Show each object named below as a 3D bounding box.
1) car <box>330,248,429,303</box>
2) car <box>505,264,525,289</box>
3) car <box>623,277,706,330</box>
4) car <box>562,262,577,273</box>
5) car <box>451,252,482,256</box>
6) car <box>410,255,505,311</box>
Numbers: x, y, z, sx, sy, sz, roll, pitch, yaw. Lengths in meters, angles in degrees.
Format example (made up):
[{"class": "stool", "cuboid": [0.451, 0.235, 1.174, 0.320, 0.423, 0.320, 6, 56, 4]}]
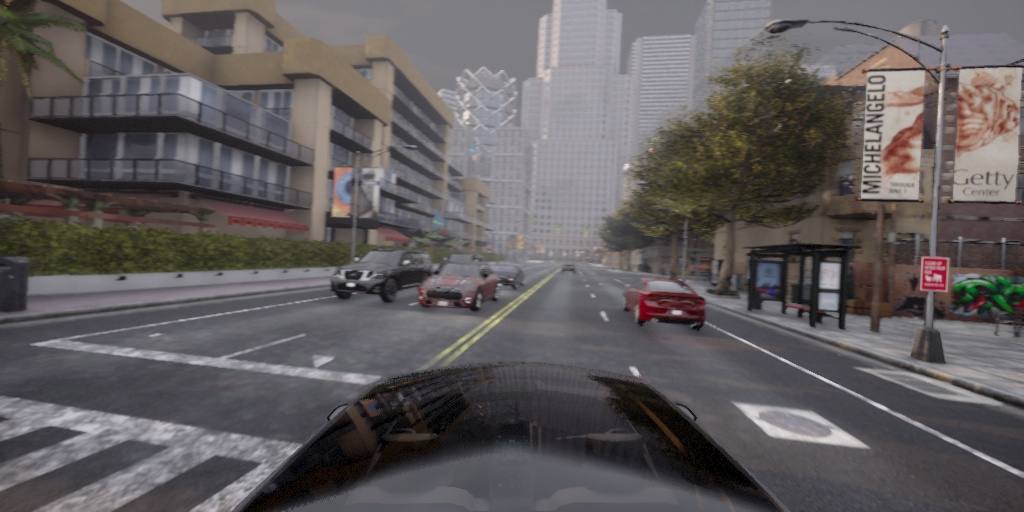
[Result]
[{"class": "car", "cuboid": [-5.196, 0.686, 15.354, 2.150, 2.045, 5.566, 3, 0, 10]}, {"class": "car", "cuboid": [-0.304, 1.265, 23.336, 2.033, 1.411, 5.357, 3, 0, 10]}, {"class": "car", "cuboid": [5.168, 1.491, 12.733, 1.882, 1.535, 5.008, 3, 0, 10]}, {"class": "car", "cuboid": [8.253, 1.654, 51.952, 1.837, 1.490, 4.892, 3, 0, 10]}, {"class": "car", "cuboid": [-3.452, 0.771, 25.557, 2.150, 2.045, 5.566, 3, 0, 10]}, {"class": "car", "cuboid": [-1.879, 0.993, 14.001, 2.097, 1.767, 4.553, 3, 0, 10]}]
